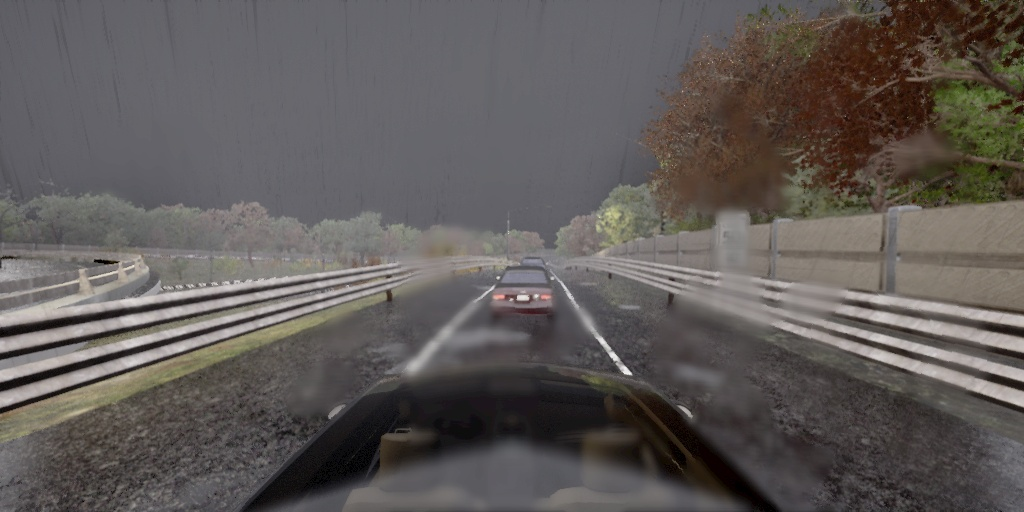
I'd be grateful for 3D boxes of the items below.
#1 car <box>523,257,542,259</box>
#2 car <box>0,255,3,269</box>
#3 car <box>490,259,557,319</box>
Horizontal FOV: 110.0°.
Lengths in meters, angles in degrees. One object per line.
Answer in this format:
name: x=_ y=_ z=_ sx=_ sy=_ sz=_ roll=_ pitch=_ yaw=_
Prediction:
car: x=1.356 y=0.759 z=23.403 sx=2.033 sy=1.411 sz=5.357 roll=0 pitch=1 yaw=4
car: x=-46.629 y=0.344 z=31.607 sx=4.902 sy=1.511 sz=2.128 roll=1 pitch=2 yaw=33
car: x=0.421 y=1.008 z=11.394 sx=2.033 sy=1.411 sz=5.357 roll=0 pitch=2 yaw=3
